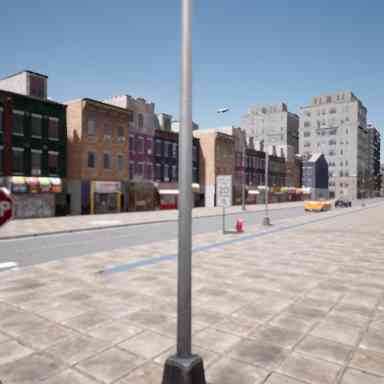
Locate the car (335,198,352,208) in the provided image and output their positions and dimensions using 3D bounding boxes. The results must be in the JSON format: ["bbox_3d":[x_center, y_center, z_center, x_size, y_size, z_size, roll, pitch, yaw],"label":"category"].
[{"bbox_3d":[23.706,1.650,52.115,1.812,1.442,4.674,1,0,36],"label":"car"}]

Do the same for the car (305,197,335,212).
[{"bbox_3d":[15.528,1.437,40.760,2.097,1.767,4.553,1,1,37],"label":"car"}]
